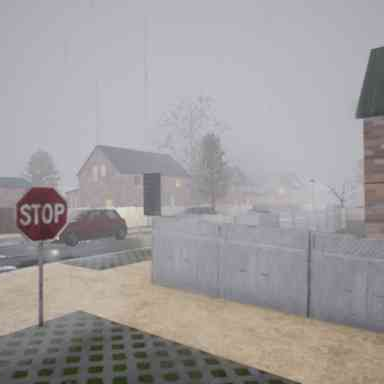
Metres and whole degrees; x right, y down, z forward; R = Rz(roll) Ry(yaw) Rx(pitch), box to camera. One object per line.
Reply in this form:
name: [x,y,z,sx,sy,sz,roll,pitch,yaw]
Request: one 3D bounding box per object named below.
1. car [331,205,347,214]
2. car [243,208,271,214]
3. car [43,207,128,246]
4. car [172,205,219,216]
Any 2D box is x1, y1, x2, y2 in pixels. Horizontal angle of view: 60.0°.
car: [23.133,2.791,52.172,1.837,1.490,4.892,-1,-2,35]
car: [6.676,2.338,34.061,1.994,1.385,4.181,-1,-2,36]
car: [-5.463,1.649,16.923,2.097,1.767,4.553,-1,-2,34]
car: [0.242,1.873,25.014,2.097,1.767,4.553,-1,-2,35]
